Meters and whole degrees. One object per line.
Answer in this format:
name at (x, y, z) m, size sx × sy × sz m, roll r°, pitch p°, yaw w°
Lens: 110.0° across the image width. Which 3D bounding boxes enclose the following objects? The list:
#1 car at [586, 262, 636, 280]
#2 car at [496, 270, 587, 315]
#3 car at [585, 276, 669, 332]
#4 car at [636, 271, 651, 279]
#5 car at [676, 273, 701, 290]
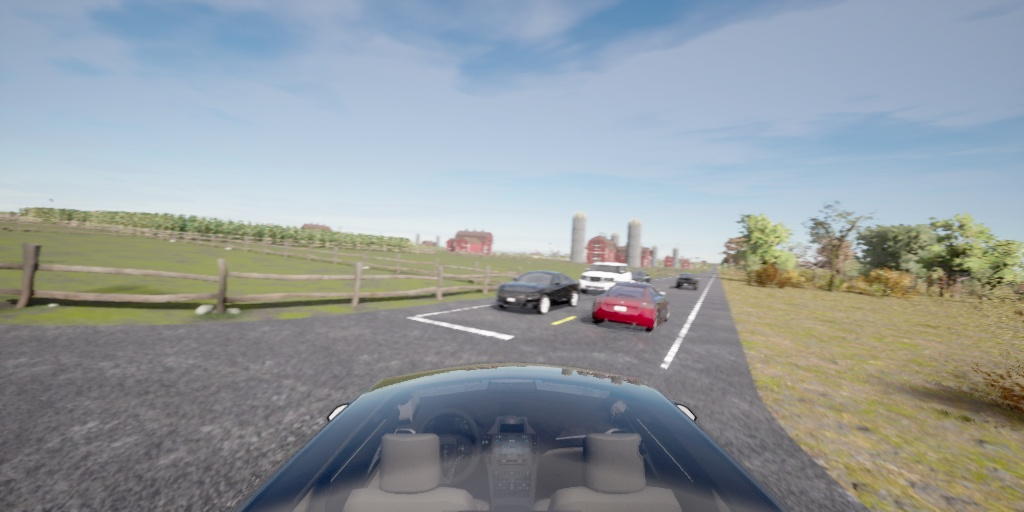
car at (6.192, 1.431, 23.344) m, size 2.150 × 2.045 × 5.566 m, roll 4°, pitch 0°, yaw 30°
car at (1.221, 1.339, 14.677) m, size 1.882 × 1.535 × 5.008 m, roll 4°, pitch 0°, yaw 30°
car at (4.257, 1.625, 12.542) m, size 1.994 × 1.385 × 4.181 m, roll 4°, pitch 0°, yaw 30°
car at (11.225, 2.068, 32.157) m, size 1.837 × 1.490 × 4.892 m, roll 4°, pitch 0°, yaw 30°
car at (17.613, 2.505, 35.912) m, size 1.837 × 1.490 × 4.892 m, roll 4°, pitch 0°, yaw 30°
